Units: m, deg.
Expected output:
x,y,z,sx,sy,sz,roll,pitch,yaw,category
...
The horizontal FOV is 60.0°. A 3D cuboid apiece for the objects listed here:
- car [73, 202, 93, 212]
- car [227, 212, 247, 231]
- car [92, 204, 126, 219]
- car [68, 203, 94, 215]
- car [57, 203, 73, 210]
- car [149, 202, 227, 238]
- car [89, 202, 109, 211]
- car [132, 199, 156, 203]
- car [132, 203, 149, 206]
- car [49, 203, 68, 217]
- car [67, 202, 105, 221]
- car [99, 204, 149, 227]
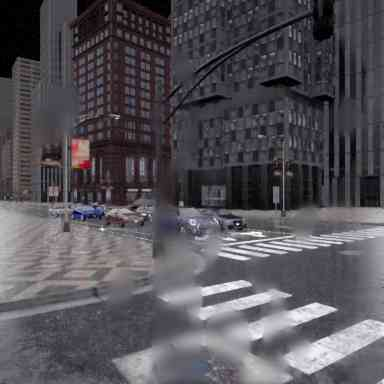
x,y,z,sx,sy,sz,roll,pitch,yaw,category
-18.586,2.549,56.472,1.837,1.490,4.892,0,-1,-36,car
1.691,1.861,22.312,1.994,1.385,4.181,0,-1,-36,car
-9.552,2.154,37.984,2.128,1.511,4.902,0,-1,-36,car
-15.589,2.353,46.477,2.128,1.511,4.902,0,-1,-35,car
-24.986,2.852,65.388,1.895,1.301,4.718,0,-1,-36,car
-0.383,1.636,19.594,2.097,1.767,4.553,0,-1,-35,car
-16.712,2.542,59.439,1.882,1.535,5.008,0,-1,-36,car
-6.716,1.955,45.510,2.150,2.045,5.566,0,-1,-36,car
-3.489,1.969,29.530,1.837,1.490,4.892,0,-1,-35,car
-16.697,2.417,42.417,1.895,1.301,4.718,0,-1,-35,car
-10.928,2.104,34.326,1.882,1.535,5.008,0,-1,-36,car
-5.534,1.976,26.808,1.812,1.442,4.674,0,-1,-36,car
